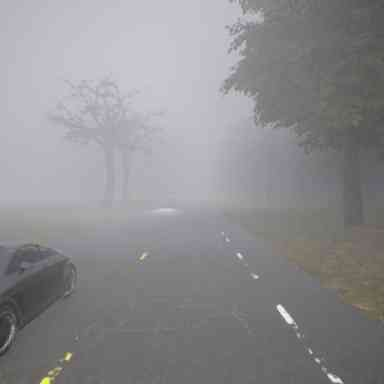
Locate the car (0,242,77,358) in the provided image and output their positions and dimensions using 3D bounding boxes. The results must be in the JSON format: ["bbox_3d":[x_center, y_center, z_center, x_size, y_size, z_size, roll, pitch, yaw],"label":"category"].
[{"bbox_3d":[-3.599,1.619,5.886,1.994,1.385,4.181,0,0,0],"label":"car"}]

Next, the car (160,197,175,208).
[{"bbox_3d":[-3.564,1.570,49.312,2.128,1.511,4.902,0,0,1],"label":"car"}]
